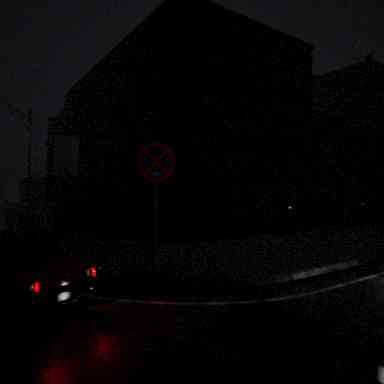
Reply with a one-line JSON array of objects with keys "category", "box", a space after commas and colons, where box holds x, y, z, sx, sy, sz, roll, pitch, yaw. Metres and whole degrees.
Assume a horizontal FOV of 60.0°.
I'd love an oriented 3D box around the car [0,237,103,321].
[{"category": "car", "box": [-4.304, 1.642, 7.110, 4.718, 1.301, 1.895, -1, -1, 27]}]
